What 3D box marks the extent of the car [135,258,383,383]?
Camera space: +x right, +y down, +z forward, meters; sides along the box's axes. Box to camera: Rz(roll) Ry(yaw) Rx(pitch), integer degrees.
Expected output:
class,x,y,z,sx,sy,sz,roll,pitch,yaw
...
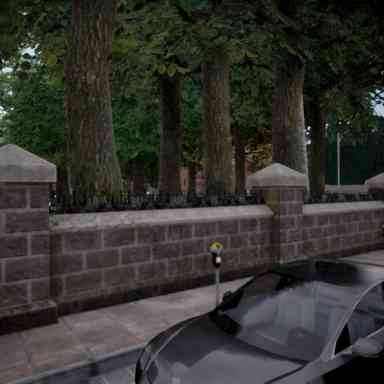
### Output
class,x,y,z,sx,sy,sz,roll,pitch,yaw
car,1.470,1.565,3.872,4.313,1.339,1.947,0,-1,-36
